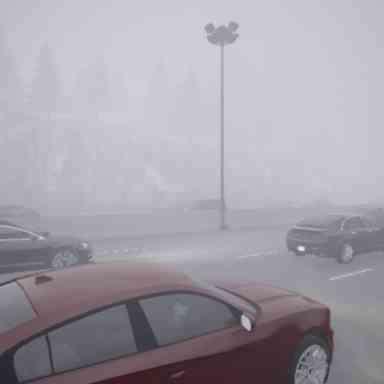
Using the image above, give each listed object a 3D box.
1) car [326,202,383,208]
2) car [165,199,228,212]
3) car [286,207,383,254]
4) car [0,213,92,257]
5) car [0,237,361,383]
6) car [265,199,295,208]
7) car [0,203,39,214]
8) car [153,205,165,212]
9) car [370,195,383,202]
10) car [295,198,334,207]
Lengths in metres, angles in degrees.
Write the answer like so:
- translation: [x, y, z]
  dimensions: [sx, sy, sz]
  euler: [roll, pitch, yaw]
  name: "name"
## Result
- translation: [10.522, 1.542, 19.526]
  dimensions: [5.357, 1.411, 2.033]
  euler: [0, 0, -34]
  name: "car"
- translation: [0.638, 1.346, 25.741]
  dimensions: [4.553, 1.767, 2.097]
  euler: [0, 0, -34]
  name: "car"
- translation: [5.416, 1.503, 11.793]
  dimensions: [4.892, 1.490, 1.837]
  euler: [-1, 0, -35]
  name: "car"
- translation: [-5.103, 1.491, 8.699]
  dimensions: [4.902, 1.511, 2.128]
  euler: [0, 0, -35]
  name: "car"
- translation: [-0.590, 1.477, 3.320]
  dimensions: [5.008, 1.535, 1.882]
  euler: [0, 0, -35]
  name: "car"
- translation: [12.525, 1.589, 46.512]
  dimensions: [4.718, 1.301, 1.895]
  euler: [0, 0, -34]
  name: "car"
- translation: [-12.270, 1.501, 21.015]
  dimensions: [4.892, 1.490, 1.837]
  euler: [-1, 0, -35]
  name: "car"
- translation: [-1.143, 1.541, 33.001]
  dimensions: [5.357, 1.411, 2.033]
  euler: [0, 0, -34]
  name: "car"
- translation: [32.009, 1.336, 56.085]
  dimensions: [4.553, 1.767, 2.097]
  euler: [0, 0, -36]
  name: "car"
- translation: [14.944, 1.495, 39.679]
  dimensions: [4.892, 1.490, 1.837]
  euler: [0, 0, -34]
  name: "car"
